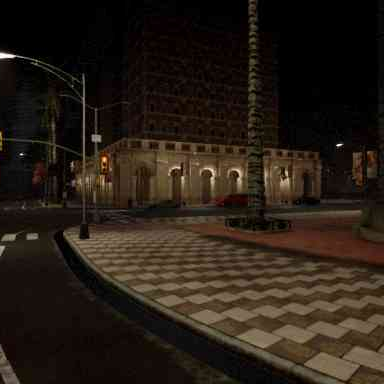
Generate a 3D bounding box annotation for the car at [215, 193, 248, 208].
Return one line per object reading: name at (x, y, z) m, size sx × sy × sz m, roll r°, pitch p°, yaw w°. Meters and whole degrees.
car at (6.047, 1.223, 47.640) m, size 5.566 × 2.045 × 2.150 m, roll 0°, pitch 0°, yaw -26°

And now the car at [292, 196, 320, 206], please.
car at (18.379, 1.477, 53.684) m, size 5.008 × 1.535 × 1.882 m, roll 0°, pitch 0°, yaw -26°

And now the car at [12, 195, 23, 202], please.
car at (-40.087, 1.595, 76.334) m, size 1.895 × 1.301 × 4.718 m, roll 0°, pitch 0°, yaw -27°

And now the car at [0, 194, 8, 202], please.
car at (-43.644, 1.355, 75.641) m, size 2.097 × 1.767 × 4.553 m, roll 0°, pitch 0°, yaw -27°

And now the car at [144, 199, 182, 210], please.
car at (-3.735, 1.601, 42.855) m, size 4.718 × 1.301 × 1.895 m, roll 0°, pitch 0°, yaw -26°
